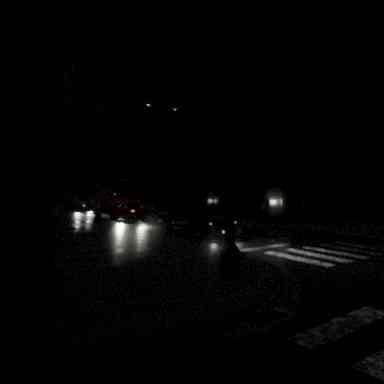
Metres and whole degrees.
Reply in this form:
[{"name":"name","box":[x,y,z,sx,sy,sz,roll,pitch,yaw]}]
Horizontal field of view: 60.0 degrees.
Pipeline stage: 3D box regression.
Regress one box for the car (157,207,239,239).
[{"name":"car","box":[0.181,1.436,16.622,1.895,1.301,4.718,0,1,-35]}]

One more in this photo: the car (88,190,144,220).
[{"name":"car","box":[-5.604,0.896,24.866,2.150,2.045,5.566,0,1,-35]}]

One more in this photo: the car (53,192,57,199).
[{"name":"car","box":[-17.488,0.792,46.896,2.033,1.411,5.357,0,1,-35]}]

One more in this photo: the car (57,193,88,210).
[{"name":"car","box":[-11.600,0.992,33.404,2.128,1.511,4.902,0,1,-35]}]
